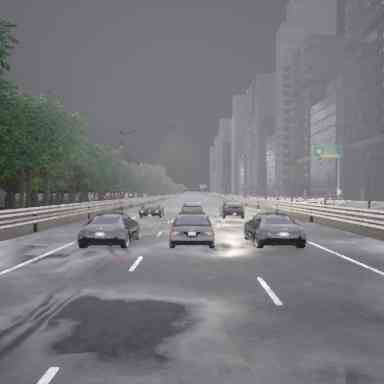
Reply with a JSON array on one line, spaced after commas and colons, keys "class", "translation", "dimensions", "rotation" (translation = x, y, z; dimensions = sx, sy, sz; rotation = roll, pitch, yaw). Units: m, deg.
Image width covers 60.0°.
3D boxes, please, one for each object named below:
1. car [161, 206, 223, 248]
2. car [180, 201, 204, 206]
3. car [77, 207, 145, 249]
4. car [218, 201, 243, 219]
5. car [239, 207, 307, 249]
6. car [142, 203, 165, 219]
[{"class": "car", "translation": [0.001, 1.569, 14.651], "dimensions": [2.033, 1.411, 5.357], "rotation": [0, 0, 0]}, {"class": "car", "translation": [0.000, 1.522, 29.652], "dimensions": [2.128, 1.511, 4.902], "rotation": [0, 0, 0]}, {"class": "car", "translation": [-3.499, 1.578, 14.651], "dimensions": [1.994, 1.385, 4.181], "rotation": [0, 0, 0]}, {"class": "car", "translation": [3.501, 1.543, 29.652], "dimensions": [1.837, 1.490, 4.892], "rotation": [0, 0, 0]}, {"class": "car", "translation": [3.500, 1.578, 14.651], "dimensions": [1.994, 1.385, 4.181], "rotation": [0, 0, 0]}, {"class": "car", "translation": [-3.500, 1.643, 29.681], "dimensions": [1.895, 1.301, 4.718], "rotation": [0, 0, 0]}]
